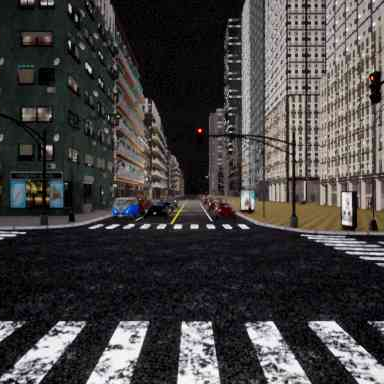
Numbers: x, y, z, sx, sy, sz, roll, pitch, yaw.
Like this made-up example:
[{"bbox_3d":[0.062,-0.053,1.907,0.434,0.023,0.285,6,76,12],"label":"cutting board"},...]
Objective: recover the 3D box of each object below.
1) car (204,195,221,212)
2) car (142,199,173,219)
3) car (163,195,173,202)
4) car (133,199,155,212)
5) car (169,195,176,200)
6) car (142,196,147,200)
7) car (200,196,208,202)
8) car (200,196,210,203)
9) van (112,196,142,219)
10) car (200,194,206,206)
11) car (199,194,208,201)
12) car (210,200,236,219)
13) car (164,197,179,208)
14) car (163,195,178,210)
[{"bbox_3d":[2.758,1.457,39.435,1.967,1.590,4.097,0,0,0],"label":"car"},{"bbox_3d":[-3.055,1.575,29.414,1.994,1.385,4.181,0,0,0],"label":"car"},{"bbox_3d":[-5.563,1.494,78.141,1.967,1.590,4.097,0,0,0],"label":"car"},{"bbox_3d":[-5.623,1.561,39.449,1.887,1.381,4.507,0,0,0],"label":"car"},{"bbox_3d":[-5.539,1.642,94.724,1.947,1.339,4.313,0,0,0],"label":"car"},{"bbox_3d":[-5.630,1.328,33.920,2.192,1.841,5.009,0,0,0],"label":"car"},{"bbox_3d":[2.816,1.636,78.127,1.802,1.307,4.206,0,0,0],"label":"car"},{"bbox_3d":[2.808,1.592,72.600,1.887,1.381,4.507,0,0,0],"label":"car"},{"bbox_3d":[-5.639,1.351,28.393,1.690,1.788,3.998,0,0,0],"label":"van"},{"bbox_3d":[2.783,1.469,56.017,1.967,1.590,4.097,0,0,0],"label":"car"},{"bbox_3d":[2.826,1.376,83.655,2.192,1.841,5.009,0,0,0],"label":"car"},{"bbox_3d":[2.740,1.592,28.379,1.802,1.307,4.206,0,0,0],"label":"car"},{"bbox_3d":[-3.014,1.571,50.076,2.033,1.411,5.357,0,0,0],"label":"car"},{"bbox_3d":[-3.040,1.508,39.437,2.128,1.511,4.902,0,0,0],"label":"car"}]
